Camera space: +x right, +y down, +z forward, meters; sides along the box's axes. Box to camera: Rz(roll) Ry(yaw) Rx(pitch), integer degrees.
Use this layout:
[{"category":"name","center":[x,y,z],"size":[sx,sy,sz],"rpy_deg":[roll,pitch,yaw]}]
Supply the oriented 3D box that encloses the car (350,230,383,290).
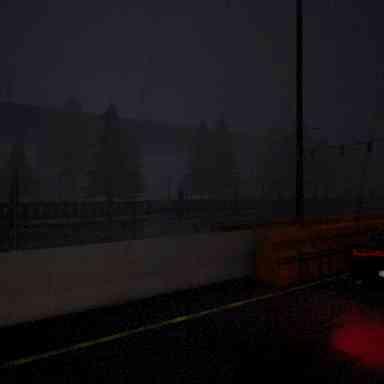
[{"category":"car","center":[5.751,1.476,7.849],"size":[5.008,1.535,1.882],"rpy_deg":[1,-1,-35]}]
